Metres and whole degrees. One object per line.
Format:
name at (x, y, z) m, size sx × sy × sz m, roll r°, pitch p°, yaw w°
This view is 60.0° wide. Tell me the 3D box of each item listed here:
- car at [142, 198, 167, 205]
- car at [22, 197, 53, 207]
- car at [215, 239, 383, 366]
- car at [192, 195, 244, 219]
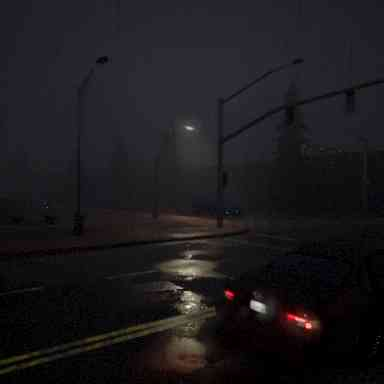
car at (-6.535, 1.645, 59.172) m, size 4.718 × 1.301 × 1.895 m, roll -3°, pitch 1°, yaw 27°
car at (-23.938, 1.525, 51.495) m, size 5.008 × 1.535 × 1.882 m, roll 0°, pitch -1°, yaw 15°
car at (2.916, 1.574, 5.854) m, size 5.357 × 1.411 × 2.033 m, roll 0°, pitch 0°, yaw -36°
car at (2.198, 1.309, 30.360) m, size 2.150 × 2.045 × 5.566 m, roll 0°, pitch 0°, yaw -36°
